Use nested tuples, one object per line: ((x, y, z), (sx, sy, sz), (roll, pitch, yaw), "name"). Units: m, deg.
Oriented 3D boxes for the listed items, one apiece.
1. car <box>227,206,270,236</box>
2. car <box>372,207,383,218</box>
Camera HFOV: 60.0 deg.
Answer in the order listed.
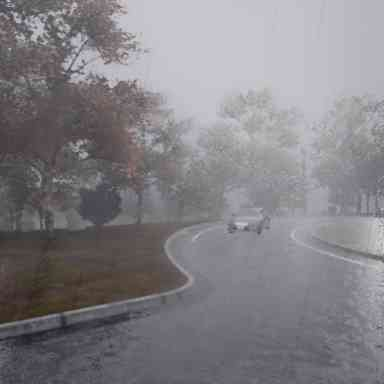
((3.444, 1.606, 19.688), (2.128, 1.511, 4.902), (0, 0, 22), "car")
((19.326, 1.764, 30.628), (4.902, 1.511, 2.128), (0, -1, 5), "car")
